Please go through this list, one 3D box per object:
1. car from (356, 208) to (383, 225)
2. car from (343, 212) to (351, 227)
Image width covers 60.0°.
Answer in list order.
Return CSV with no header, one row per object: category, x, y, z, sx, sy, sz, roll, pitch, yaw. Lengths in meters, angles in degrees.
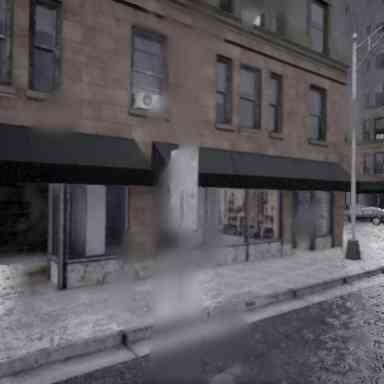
car,14.586,1.984,27.925,2.008,1.369,4.403,0,-1,-35
car,9.337,1.880,25.037,1.812,1.442,4.674,1,-1,-34
